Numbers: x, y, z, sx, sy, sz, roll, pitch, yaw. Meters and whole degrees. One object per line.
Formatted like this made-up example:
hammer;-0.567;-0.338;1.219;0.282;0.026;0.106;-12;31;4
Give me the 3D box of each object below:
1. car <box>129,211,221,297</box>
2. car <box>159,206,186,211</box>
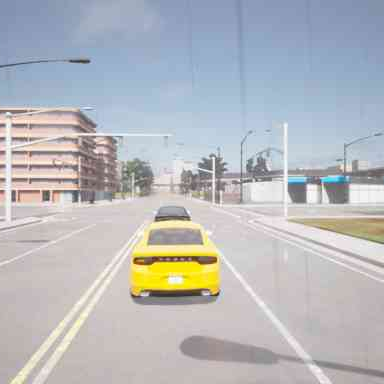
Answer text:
car;-0.441;1.478;8.630;1.882;1.535;5.008;0;0;-3
car;-1.076;1.478;18.190;1.882;1.535;5.008;0;0;-4
